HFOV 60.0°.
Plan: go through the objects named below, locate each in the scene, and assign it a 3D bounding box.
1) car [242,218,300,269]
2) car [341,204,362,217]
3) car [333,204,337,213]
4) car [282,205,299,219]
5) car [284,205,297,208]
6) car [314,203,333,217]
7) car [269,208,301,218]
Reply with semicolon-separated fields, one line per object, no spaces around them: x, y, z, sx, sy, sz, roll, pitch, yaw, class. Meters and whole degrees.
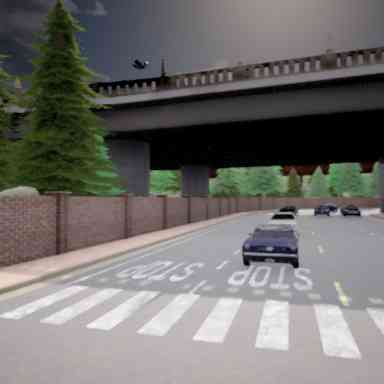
3.138;1.918;12.687;1.895;1.301;4.718;-1;-1;18;car
20.058;2.406;41.858;1.994;1.385;4.181;-1;-1;21;car
22.344;2.582;53.954;1.882;1.535;5.008;-1;-2;34;car
12.148;2.395;40.761;1.837;1.490;4.892;-1;-1;19;car
8.939;2.195;30.929;1.837;1.490;4.892;-1;-1;18;car
17.071;2.439;43.714;1.812;1.442;4.674;-1;-1;20;car
5.943;2.024;21.527;1.812;1.442;4.674;-1;-1;18;car
